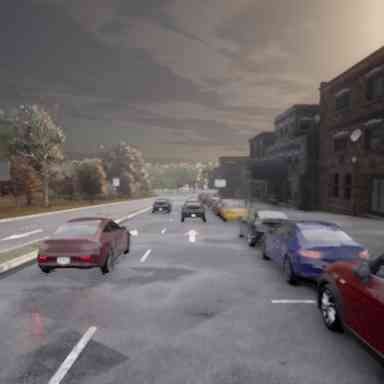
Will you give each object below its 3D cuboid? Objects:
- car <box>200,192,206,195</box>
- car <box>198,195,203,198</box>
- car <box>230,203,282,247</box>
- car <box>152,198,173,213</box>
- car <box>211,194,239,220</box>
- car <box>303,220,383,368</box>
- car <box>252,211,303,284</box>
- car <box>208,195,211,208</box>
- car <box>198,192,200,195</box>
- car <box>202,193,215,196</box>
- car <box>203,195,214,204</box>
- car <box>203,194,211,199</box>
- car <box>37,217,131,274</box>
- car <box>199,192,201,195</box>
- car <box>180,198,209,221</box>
[{"bbox_3d":[3.217,1.145,59.303,2.435,2.045,5.566,0,0,0],"label":"car"},{"bbox_3d":[0.101,1.465,43.010,1.812,1.442,4.674,0,0,0],"label":"car"},{"bbox_3d":[3.228,1.460,14.941,2.231,1.521,4.892,0,0,0],"label":"car"},{"bbox_3d":[-3.146,1.454,35.854,1.837,1.490,4.892,0,0,0],"label":"car"},{"bbox_3d":[3.233,1.310,31.492,2.185,1.767,4.553,0,0,0],"label":"car"},{"bbox_3d":[3.226,1.348,3.991,2.185,1.767,4.553,0,0,0],"label":"car"},{"bbox_3d":[3.227,1.506,9.420,2.002,1.452,4.674,0,0,0],"label":"car"},{"bbox_3d":[3.232,1.424,37.236,1.946,1.575,5.366,0,0,0],"label":"car"},{"bbox_3d":[3.257,1.364,82.908,2.231,1.521,4.892,0,0,1],"label":"car"},{"bbox_3d":[3.222,1.405,53.620,2.231,1.521,4.892,0,0,0],"label":"car"},{"bbox_3d":[3.213,1.385,64.986,1.946,1.575,5.366,0,0,0],"label":"car"},{"bbox_3d":[3.223,1.413,48.093,2.231,1.521,4.892,0,0,0],"label":"car"},{"bbox_3d":[-3.146,1.511,10.435,1.812,1.442,4.674,0,0,0],"label":"car"},{"bbox_3d":[3.209,1.255,70.294,2.185,1.767,4.553,0,0,0],"label":"car"},{"bbox_3d":[0.105,1.465,26.560,1.837,1.490,4.892,0,0,0],"label":"car"}]
